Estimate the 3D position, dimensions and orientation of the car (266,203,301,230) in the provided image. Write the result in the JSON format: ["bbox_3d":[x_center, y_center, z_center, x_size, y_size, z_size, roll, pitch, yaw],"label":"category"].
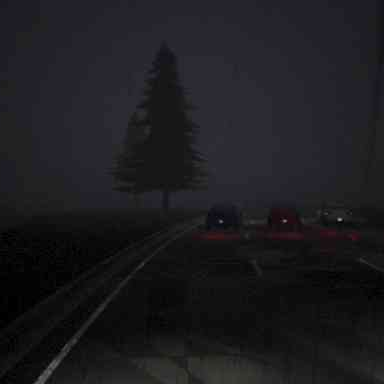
[{"bbox_3d":[5.742,1.461,20.999,1.882,1.535,5.008,0,0,13],"label":"car"}]

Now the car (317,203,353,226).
[{"bbox_3d":[9.850,1.499,23.089,1.812,1.442,4.674,0,0,15],"label":"car"}]

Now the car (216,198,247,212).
[{"bbox_3d":[4.556,1.508,39.140,1.812,1.442,4.674,1,0,-17],"label":"car"}]

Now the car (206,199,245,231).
[{"bbox_3d":[2.129,1.469,20.804,1.882,1.535,5.008,0,0,12],"label":"car"}]
